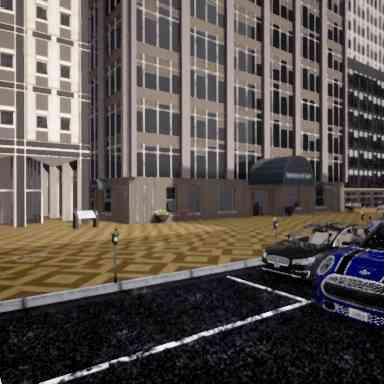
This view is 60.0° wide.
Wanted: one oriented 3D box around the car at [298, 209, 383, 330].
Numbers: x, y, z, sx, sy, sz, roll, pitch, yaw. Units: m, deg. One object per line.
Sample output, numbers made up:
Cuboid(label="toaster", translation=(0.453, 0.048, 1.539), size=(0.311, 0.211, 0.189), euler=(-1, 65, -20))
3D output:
Cuboid(label="car", translation=(4.456, 1.349, 6.575), size=(4.553, 1.767, 2.097), euler=(0, 0, -36))

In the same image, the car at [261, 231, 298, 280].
Cuboid(label="car", translation=(3.827, 1.548, 9.314), size=(4.403, 1.369, 2.008), euler=(0, 0, -36))

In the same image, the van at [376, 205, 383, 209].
Cuboid(label="van", translation=(8.315, 1.336, 12.530), size=(3.998, 1.788, 1.690), euler=(0, 0, -36))
